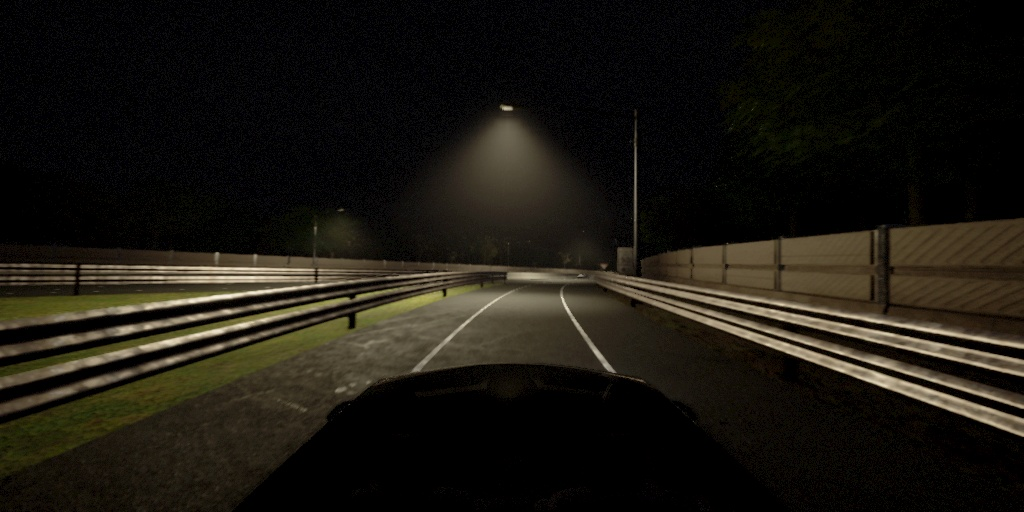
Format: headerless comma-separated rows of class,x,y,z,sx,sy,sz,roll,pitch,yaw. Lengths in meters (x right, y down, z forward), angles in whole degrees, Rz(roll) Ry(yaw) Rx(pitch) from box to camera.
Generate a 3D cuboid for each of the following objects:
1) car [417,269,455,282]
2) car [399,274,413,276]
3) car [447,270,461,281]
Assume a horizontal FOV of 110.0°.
car,-9.666,2.522,46.128,1.882,1.535,5.008,-1,-3,32
car,-12.626,2.691,47.992,1.895,1.301,4.718,-1,-3,32
car,-6.697,2.477,44.278,1.882,1.535,5.008,-1,-3,32
